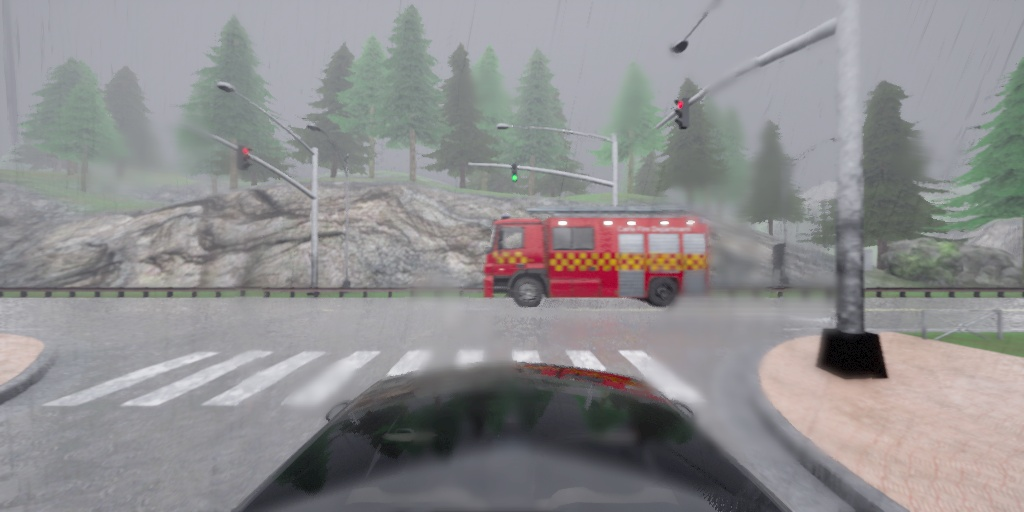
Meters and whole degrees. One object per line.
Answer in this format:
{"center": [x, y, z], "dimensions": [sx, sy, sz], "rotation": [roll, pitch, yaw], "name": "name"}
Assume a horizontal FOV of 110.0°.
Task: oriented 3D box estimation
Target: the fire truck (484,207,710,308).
{"center": [3.169, 0.032, 14.565], "dimensions": [8.468, 3.827, 2.891], "rotation": [0, 0, 0], "name": "fire truck"}
